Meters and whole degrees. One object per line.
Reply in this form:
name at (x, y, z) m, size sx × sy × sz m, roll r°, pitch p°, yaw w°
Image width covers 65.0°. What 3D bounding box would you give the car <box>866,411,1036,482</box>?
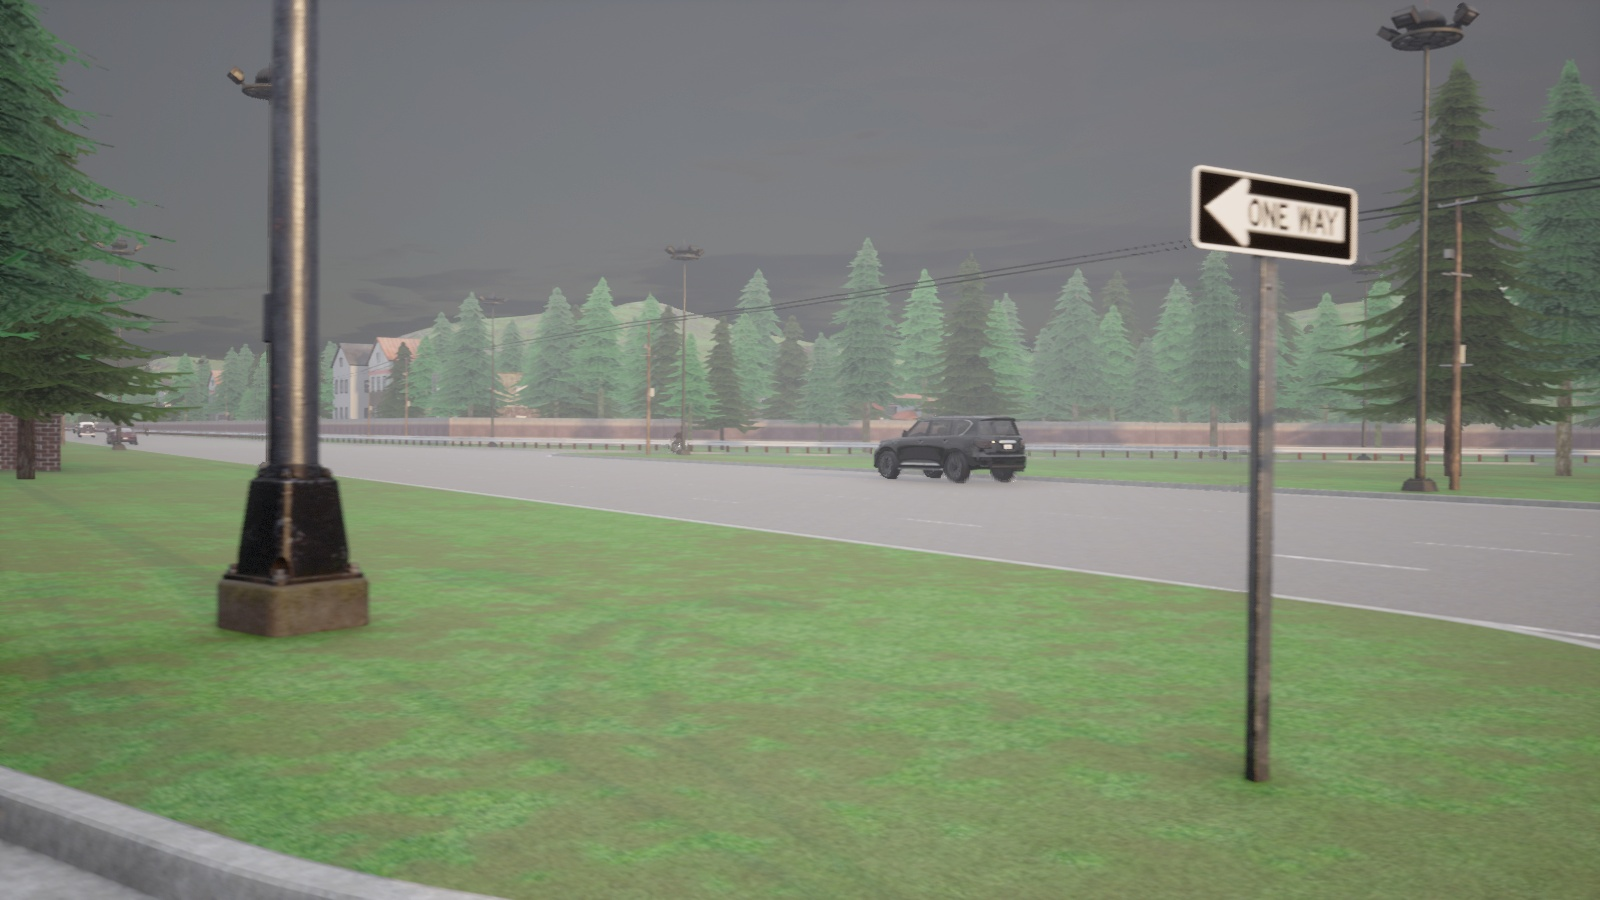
car at (4.628, -0.134, 39.360) m, size 2.150 × 2.045 × 5.566 m, roll -1°, pitch 1°, yaw -34°
